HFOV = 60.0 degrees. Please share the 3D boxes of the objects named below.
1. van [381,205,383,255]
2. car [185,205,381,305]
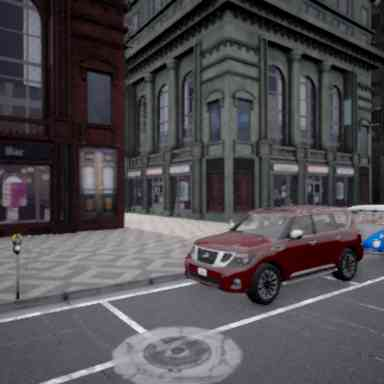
[{"bbox_3d":[6.850,1.322,11.530,3.998,1.788,1.690,0,0,-35],"label":"van"},{"bbox_3d":[2.260,1.305,8.259,5.009,1.841,2.192,0,0,-35],"label":"car"}]
